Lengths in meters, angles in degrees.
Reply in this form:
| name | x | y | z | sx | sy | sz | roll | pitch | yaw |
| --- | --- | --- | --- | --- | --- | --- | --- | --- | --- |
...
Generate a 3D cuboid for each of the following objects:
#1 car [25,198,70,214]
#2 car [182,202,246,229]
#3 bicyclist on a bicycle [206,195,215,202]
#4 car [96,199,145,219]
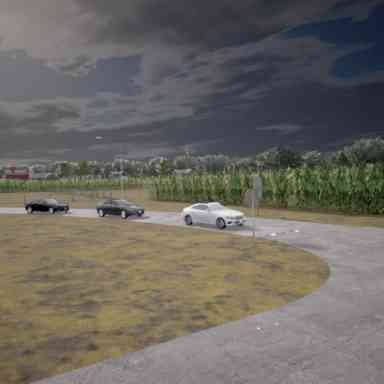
| name | x | y | z | sx | sy | sz | roll | pitch | yaw |
| --- | --- | --- | --- | --- | --- | --- | --- | --- | --- |
| car | -14.580 | 1.343 | 33.491 | 5.008 | 1.535 | 1.882 | 0 | 2 | 27 |
| car | 1.251 | 1.383 | 20.910 | 1.812 | 1.442 | 4.674 | -3 | 2 | -42 |
| bicyclist on a bicycle | 1.599 | 1.098 | 29.547 | 0.582 | 1.620 | 1.656 | 1 | 1 | 43 |
| car | -6.047 | 1.340 | 27.954 | 4.892 | 1.490 | 1.837 | 0 | 2 | 38 |
